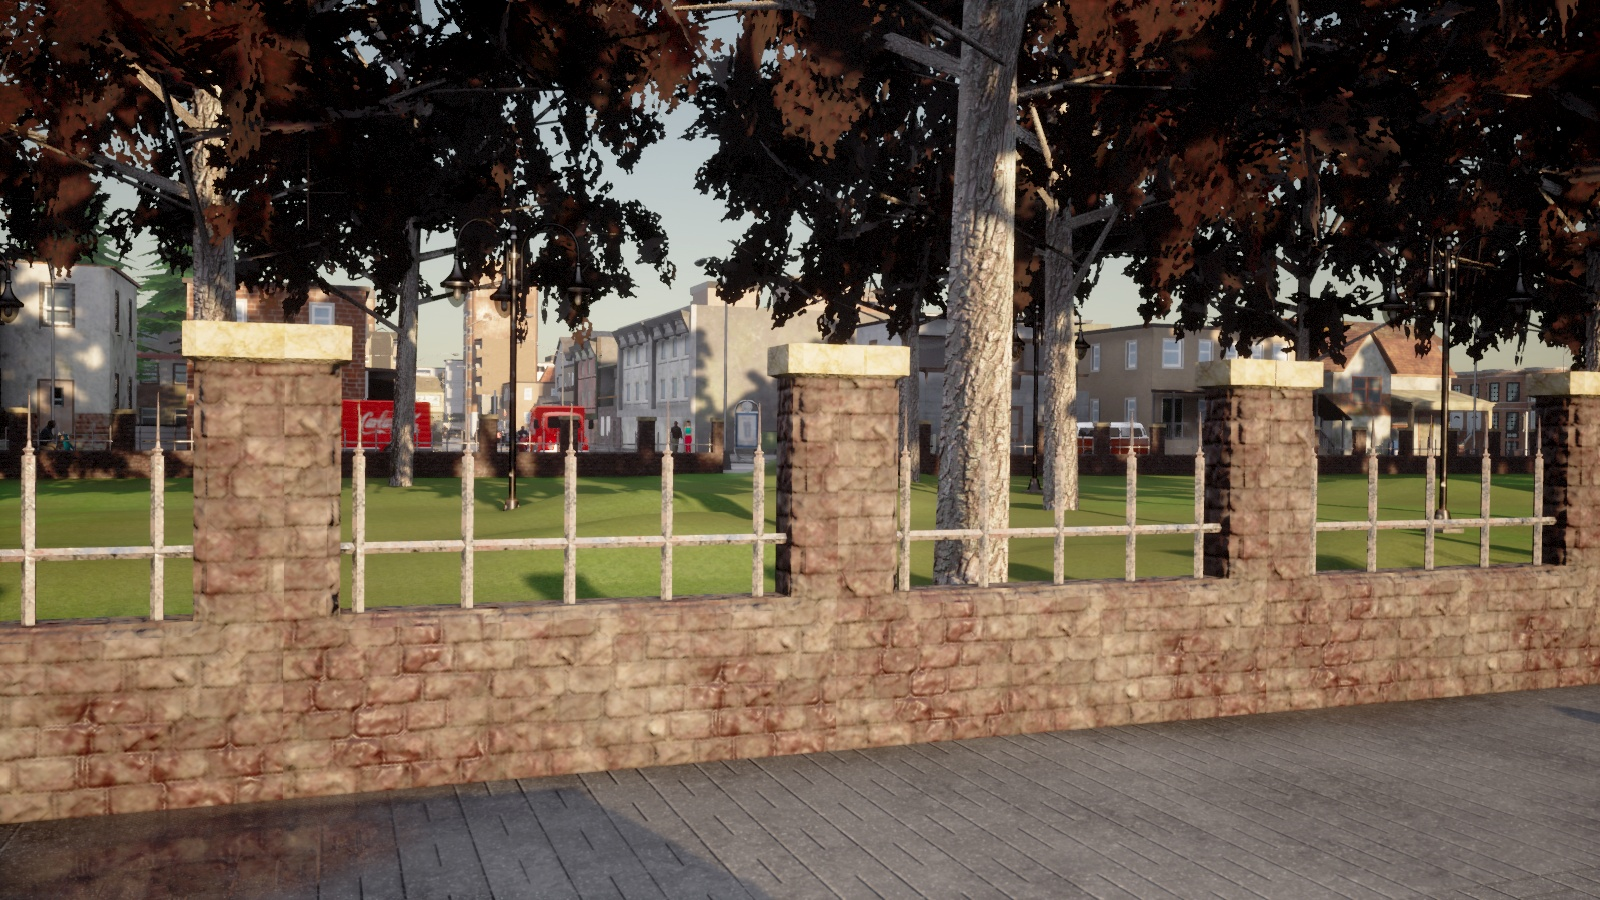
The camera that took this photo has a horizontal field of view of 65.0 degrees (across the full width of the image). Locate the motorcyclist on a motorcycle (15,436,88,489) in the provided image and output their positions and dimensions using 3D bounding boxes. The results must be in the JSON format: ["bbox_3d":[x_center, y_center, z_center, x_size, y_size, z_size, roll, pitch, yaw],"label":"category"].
[{"bbox_3d":[-23.256,0.367,39.053,1.817,1.590,0.866,-1,1,-22],"label":"motorcyclist on a motorcycle"}]

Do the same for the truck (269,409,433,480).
[{"bbox_3d":[-16.580,-0.266,46.416,5.204,2.467,2.627,-1,2,-33],"label":"truck"}]

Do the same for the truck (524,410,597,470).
[{"bbox_3d":[-10.567,-0.477,55.084,2.627,2.467,5.204,-1,1,-16],"label":"truck"}]

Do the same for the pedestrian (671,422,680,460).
[{"bbox_3d":[-6.164,-0.435,62.035,0.431,1.840,0.703,-1,1,-6],"label":"pedestrian"}]

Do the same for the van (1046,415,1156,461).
[{"bbox_3d":[13.751,-0.562,57.438,4.480,2.038,2.069,-1,1,-21],"label":"van"}]

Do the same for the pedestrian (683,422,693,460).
[{"bbox_3d":[-5.517,-0.440,61.904,0.345,1.836,0.594,0,1,11],"label":"pedestrian"}]
